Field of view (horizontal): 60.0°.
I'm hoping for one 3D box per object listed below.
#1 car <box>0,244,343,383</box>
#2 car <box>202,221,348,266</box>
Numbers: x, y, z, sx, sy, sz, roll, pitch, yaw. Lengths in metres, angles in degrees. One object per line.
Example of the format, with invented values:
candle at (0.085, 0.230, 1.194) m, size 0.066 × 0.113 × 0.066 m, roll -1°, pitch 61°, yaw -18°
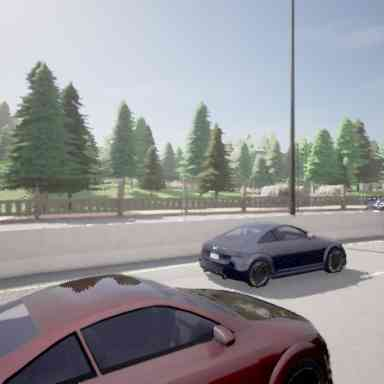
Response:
car at (-0.558, 1.545, 3.181) m, size 4.181 × 1.385 × 1.994 m, roll 0°, pitch 0°, yaw -34°
car at (2.271, 1.509, 9.086) m, size 4.181 × 1.385 × 1.994 m, roll 0°, pitch 0°, yaw -31°
